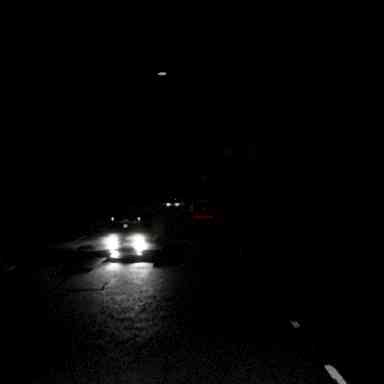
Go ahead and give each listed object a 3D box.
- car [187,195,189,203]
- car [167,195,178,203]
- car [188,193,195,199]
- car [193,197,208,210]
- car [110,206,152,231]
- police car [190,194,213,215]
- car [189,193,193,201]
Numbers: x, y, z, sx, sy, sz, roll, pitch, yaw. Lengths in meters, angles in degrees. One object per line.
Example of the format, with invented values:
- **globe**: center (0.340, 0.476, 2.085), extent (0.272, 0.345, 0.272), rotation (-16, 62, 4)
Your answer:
- **car**: center (-0.042, 1.301, 66.922), extent (1.882, 1.535, 5.008), rotation (0, 0, 0)
- **car**: center (-3.570, 1.311, 62.128), extent (1.882, 1.535, 5.008), rotation (0, 0, 1)
- **car**: center (-0.056, 1.139, 88.333), extent (1.837, 1.490, 4.892), rotation (0, 0, 0)
- **car**: center (1.023, 1.406, 42.734), extent (1.812, 1.442, 4.674), rotation (0, 0, 0)
- **car**: center (-3.612, 1.539, 20.295), extent (1.895, 1.301, 4.718), rotation (0, 0, 0)
- **police car**: center (1.029, 1.330, 32.842), extent (1.930, 1.638, 5.238), rotation (0, 0, 0)
- **car**: center (1.019, 1.216, 48.704), extent (2.097, 1.767, 4.553), rotation (0, 0, 0)
